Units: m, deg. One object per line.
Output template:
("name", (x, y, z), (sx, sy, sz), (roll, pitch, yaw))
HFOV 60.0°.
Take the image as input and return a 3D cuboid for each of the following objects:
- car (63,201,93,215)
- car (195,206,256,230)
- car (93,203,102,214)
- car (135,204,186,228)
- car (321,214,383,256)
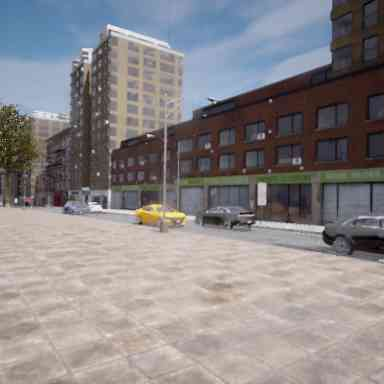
("car", (-14.144, 1.878, 40.528), (2.097, 1.767, 4.553), (1, -2, -35))
("car", (2.156, 1.694, 22.608), (2.128, 1.511, 4.902), (1, -1, -35))
("car", (-13.507, 2.155, 44.623), (1.812, 1.442, 4.674), (1, -2, -35))
("car", (-2.340, 1.677, 23.845), (1.882, 1.535, 5.008), (1, -1, -35))
("car", (6.773, 1.501, 11.029), (2.128, 1.511, 4.902), (1, -1, -35))
